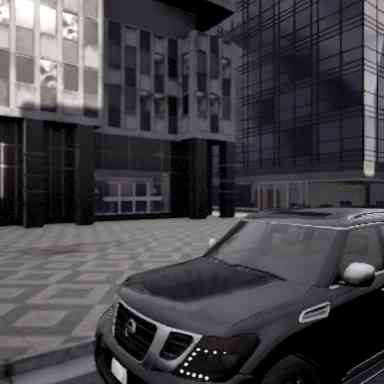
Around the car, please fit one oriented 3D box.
[{"bbox_3d":[1.612,1.256,4.530,5.566,2.045,2.150,1,-1,-36],"label":"car"}]
